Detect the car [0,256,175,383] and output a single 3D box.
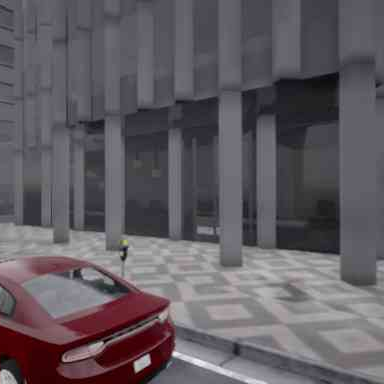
[{"bbox_3d":[-2.312,1.586,4.611,4.507,1.381,1.887,-1,0,36],"label":"car"}]
